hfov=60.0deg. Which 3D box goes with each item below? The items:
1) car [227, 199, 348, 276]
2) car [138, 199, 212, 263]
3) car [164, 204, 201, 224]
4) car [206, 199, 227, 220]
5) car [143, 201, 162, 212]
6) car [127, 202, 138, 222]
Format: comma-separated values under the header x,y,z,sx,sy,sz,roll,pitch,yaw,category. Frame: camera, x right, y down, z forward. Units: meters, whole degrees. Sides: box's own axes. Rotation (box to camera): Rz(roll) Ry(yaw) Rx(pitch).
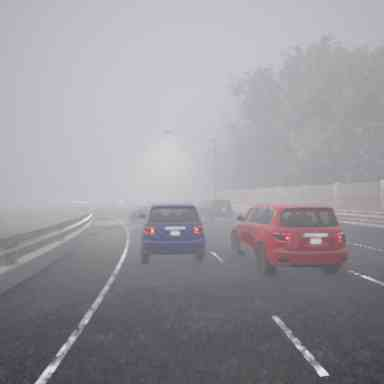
x,y,z,sx,sy,sz,roll,pitch,yaw,category
2.881,1.376,11.098,2.150,2.045,5.566,0,-1,-6,car
-0.874,1.420,13.026,2.150,2.045,5.566,0,-1,-7,car
-0.975,1.945,30.103,2.128,1.511,4.902,0,-1,-16,car
2.061,1.689,32.043,2.150,2.045,5.566,0,-1,-17,car
-6.472,2.312,54.061,1.882,1.535,5.008,0,-1,-23,car
-4.969,1.980,31.211,2.128,1.511,4.902,0,-1,-17,car
